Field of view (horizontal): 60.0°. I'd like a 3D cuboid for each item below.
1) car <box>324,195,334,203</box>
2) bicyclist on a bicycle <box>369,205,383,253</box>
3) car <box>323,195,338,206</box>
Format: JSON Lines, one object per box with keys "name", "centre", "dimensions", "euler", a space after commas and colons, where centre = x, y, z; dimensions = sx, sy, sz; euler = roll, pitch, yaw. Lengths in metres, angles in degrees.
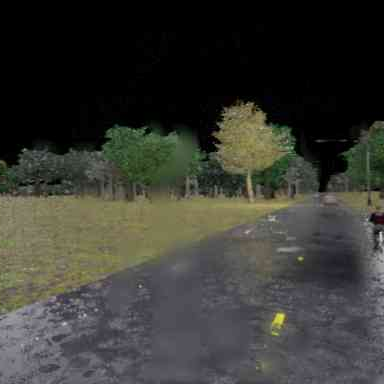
{"name": "car", "centre": [28.112, 1.424, 68.338], "dimensions": [1.882, 1.535, 5.008], "euler": [-1, 0, 22]}
{"name": "bicyclist on a bicycle", "centre": [7.169, 1.383, 12.827], "dimensions": [0.659, 1.776, 1.843], "euler": [-1, 0, 22]}
{"name": "car", "centre": [22.767, 1.544, 54.575], "dimensions": [1.994, 1.385, 4.181], "euler": [-1, 0, 22]}
